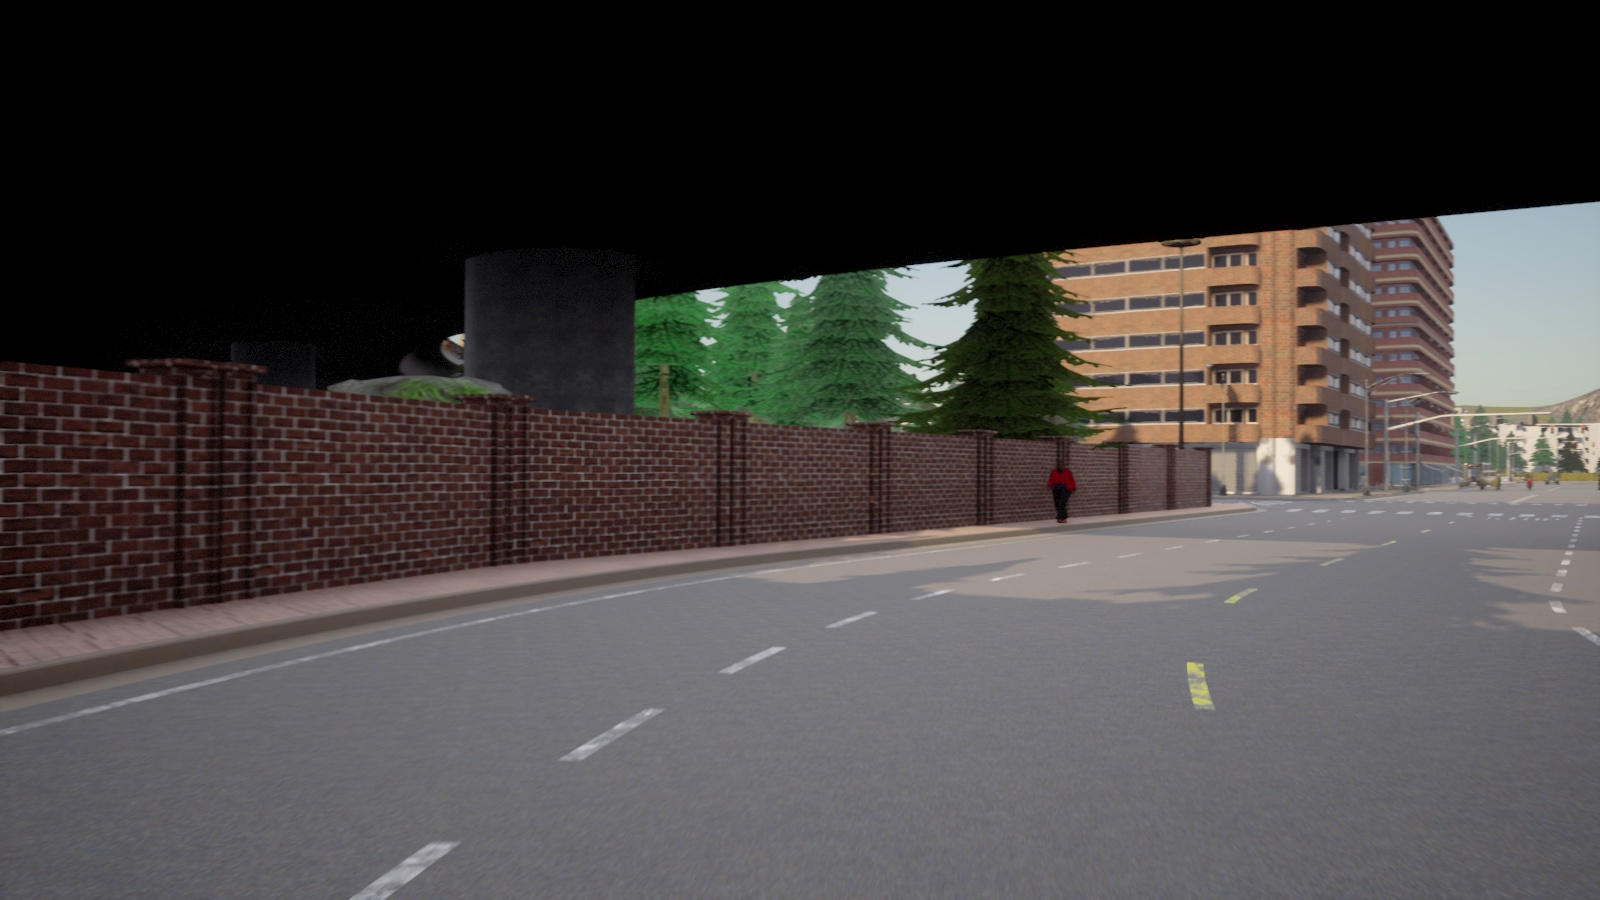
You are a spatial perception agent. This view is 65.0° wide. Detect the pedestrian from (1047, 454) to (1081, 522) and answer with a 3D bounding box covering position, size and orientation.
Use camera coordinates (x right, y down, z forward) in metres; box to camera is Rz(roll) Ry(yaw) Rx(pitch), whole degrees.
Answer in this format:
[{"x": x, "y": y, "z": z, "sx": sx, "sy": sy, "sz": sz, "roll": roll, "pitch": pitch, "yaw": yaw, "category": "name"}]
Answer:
[{"x": 7.237, "y": 1.029, "z": 34.395, "sx": 0.634, "sy": 1.844, "sz": 0.899, "roll": -1, "pitch": -1, "yaw": 31, "category": "pedestrian"}]
